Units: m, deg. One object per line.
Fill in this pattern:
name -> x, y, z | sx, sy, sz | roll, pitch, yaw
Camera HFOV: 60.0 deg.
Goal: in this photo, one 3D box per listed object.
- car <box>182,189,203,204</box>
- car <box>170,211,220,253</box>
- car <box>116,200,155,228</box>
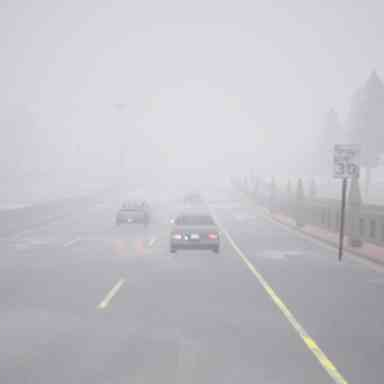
car -> 0.067, 0.381, 34.170 | 1.812, 1.442, 4.674 | 0, 5, 0
car -> 0.096, 1.494, 13.480 | 2.033, 1.411, 5.357 | 0, 0, 0
car -> -3.405, 1.266, 20.635 | 2.128, 1.511, 4.902 | 0, 2, 0
